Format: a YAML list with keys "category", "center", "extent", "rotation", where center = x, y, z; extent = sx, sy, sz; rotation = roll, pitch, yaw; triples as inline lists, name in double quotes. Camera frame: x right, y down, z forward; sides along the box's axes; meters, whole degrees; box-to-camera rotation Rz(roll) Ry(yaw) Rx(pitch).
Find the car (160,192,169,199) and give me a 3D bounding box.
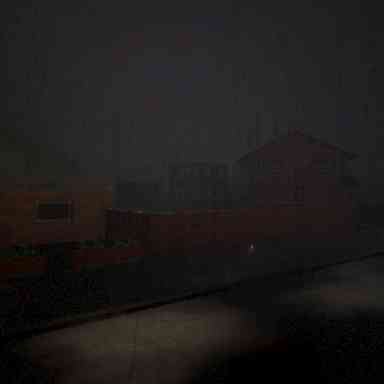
- category: "car"
  center: [-3.914, 0.970, 46.050]
  extent: [1.905, 1.878, 3.866]
  rotation: [0, 0, -35]
